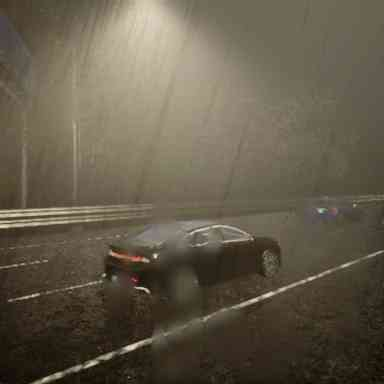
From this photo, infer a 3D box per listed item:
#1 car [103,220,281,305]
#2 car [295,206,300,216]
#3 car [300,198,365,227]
[{"bbox_3d":[0.290,1.445,8.090,4.902,1.511,2.128,-1,0,-43],"label":"car"},{"bbox_3d":[10.354,1.374,27.039,4.718,1.301,1.895,-1,0,-43],"label":"car"},{"bbox_3d":[9.190,1.164,21.170,4.553,1.767,2.097,-1,0,-43],"label":"car"}]
